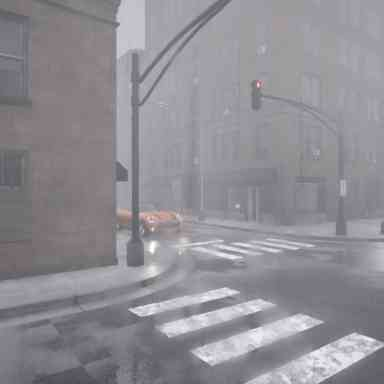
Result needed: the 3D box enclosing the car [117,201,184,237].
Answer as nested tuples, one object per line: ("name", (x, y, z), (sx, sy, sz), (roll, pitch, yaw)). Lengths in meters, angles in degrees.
("car", (-2.351, 1.263, 17.527), (2.097, 1.767, 4.553), (0, 0, -35))
